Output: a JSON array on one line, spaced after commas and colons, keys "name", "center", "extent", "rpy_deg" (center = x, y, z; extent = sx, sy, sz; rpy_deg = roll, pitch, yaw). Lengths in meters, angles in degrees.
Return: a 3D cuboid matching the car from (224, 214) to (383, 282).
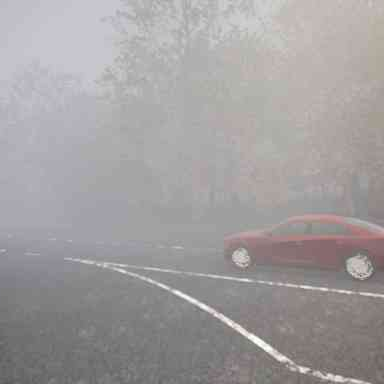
[{"name": "car", "center": [3.230, 1.380, 9.279], "extent": [5.008, 1.535, 1.882], "rpy_deg": [-3, 0, 36]}]
